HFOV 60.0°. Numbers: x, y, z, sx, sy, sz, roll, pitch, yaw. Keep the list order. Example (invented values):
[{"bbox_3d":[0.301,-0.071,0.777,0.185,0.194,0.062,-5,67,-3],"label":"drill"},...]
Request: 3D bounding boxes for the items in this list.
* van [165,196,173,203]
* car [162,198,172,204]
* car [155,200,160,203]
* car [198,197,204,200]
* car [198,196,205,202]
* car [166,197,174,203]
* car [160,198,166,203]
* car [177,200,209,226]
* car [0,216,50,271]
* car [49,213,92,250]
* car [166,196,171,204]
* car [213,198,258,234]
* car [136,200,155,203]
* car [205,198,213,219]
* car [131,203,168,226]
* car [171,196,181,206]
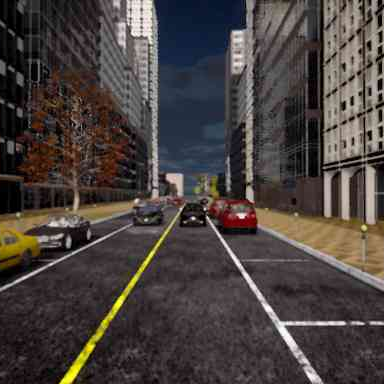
[{"bbox_3d":[-5.762,1.844,82.862,1.690,1.788,3.998,0,0,0],"label":"van"},{"bbox_3d":[-5.758,2.016,77.168,1.887,1.381,4.507,0,0,0],"label":"car"},{"bbox_3d":[-5.727,1.841,43.016,1.947,1.339,4.313,0,0,0],"label":"car"},{"bbox_3d":[0.061,1.776,42.524,2.163,1.488,4.792,0,0,0],"label":"car"},{"bbox_3d":[2.608,2.004,94.238,1.967,1.590,4.097,0,0,0],"label":"car"},{"bbox_3d":[-5.768,2.115,88.553,1.802,1.307,4.206,0,0,0],"label":"car"},{"bbox_3d":[-5.737,1.924,54.398,1.802,1.307,4.206,0,0,0],"label":"car"},{"bbox_3d":[0.076,1.643,25.121,1.882,1.535,5.008,0,0,0],"label":"car"},{"bbox_3d":[-5.695,1.584,8.691,1.752,1.417,4.829,0,0,0],"label":"car"},{"bbox_3d":[-5.701,1.648,14.554,2.008,1.369,4.403,0,0,0],"label":"car"},{"bbox_3d":[-5.748,1.958,65.784,2.008,1.369,4.403,0,0,0],"label":"car"},{"bbox_3d":[2.676,1.449,20.244,2.192,1.841,5.009,0,0,0],"label":"car"},{"bbox_3d":[-5.721,1.792,37.323,2.008,1.369,4.403,0,0,0],"label":"car"},{"bbox_3d":[2.666,1.521,31.628,2.192,1.841,5.009,0,0,0],"label":"car"},{"bbox_3d":[-3.121,1.726,24.644,1.994,1.385,4.181,0,0,0],"label":"car"},{"bbox_3d":[-3.070,1.883,65.988,1.882,1.535,5.008,0,0,0],"label":"car"}]
